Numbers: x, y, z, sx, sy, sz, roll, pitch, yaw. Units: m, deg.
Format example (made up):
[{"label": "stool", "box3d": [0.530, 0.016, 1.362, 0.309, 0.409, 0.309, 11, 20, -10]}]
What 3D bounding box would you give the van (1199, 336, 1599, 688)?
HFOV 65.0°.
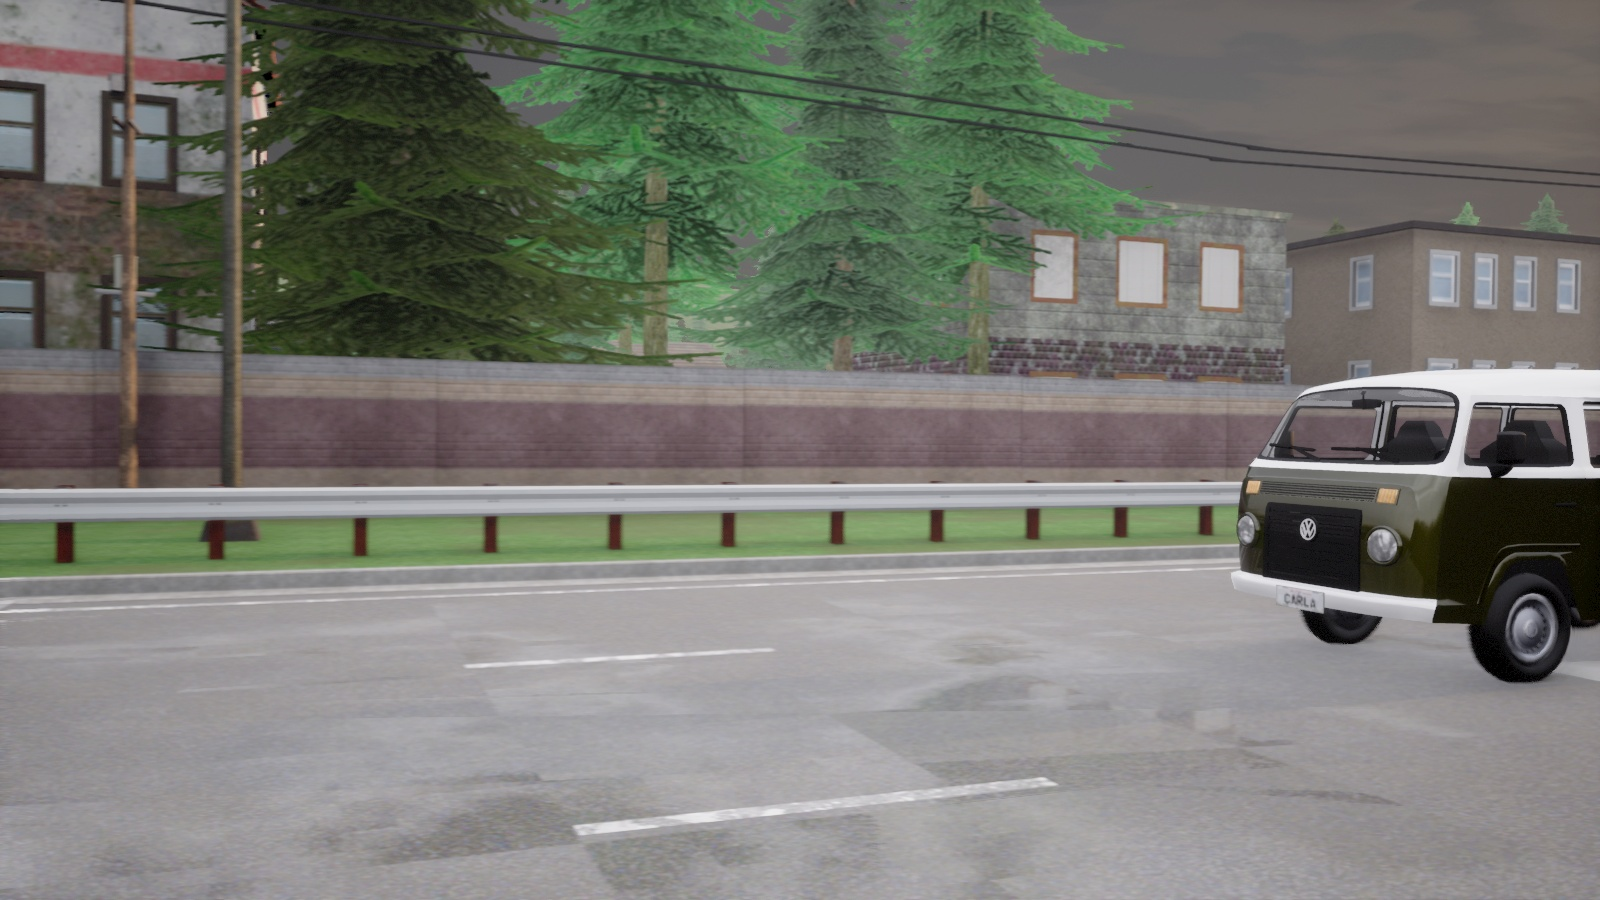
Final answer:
[{"label": "van", "box3d": [5.386, 0.316, 9.024, 4.480, 2.038, 2.069, -1, 1, -21]}]
